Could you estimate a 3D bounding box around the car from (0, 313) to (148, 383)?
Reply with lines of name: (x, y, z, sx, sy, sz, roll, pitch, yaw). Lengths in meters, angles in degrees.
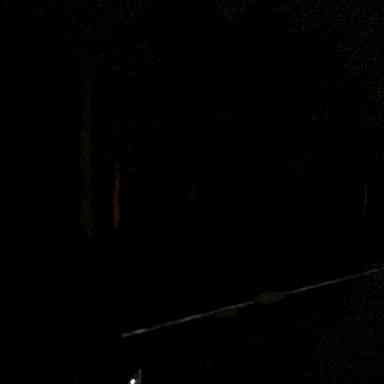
car: (-2.584, 1.481, 1.903, 4.902, 1.511, 2.128, 1, 0, -35)
